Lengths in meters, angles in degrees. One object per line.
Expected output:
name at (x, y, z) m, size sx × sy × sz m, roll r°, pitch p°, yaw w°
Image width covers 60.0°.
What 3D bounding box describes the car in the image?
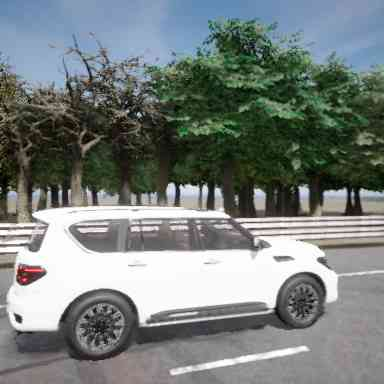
car at (-0.139, 1.284, 6.001) m, size 5.566 × 2.045 × 2.150 m, roll 0°, pitch -1°, yaw -19°
